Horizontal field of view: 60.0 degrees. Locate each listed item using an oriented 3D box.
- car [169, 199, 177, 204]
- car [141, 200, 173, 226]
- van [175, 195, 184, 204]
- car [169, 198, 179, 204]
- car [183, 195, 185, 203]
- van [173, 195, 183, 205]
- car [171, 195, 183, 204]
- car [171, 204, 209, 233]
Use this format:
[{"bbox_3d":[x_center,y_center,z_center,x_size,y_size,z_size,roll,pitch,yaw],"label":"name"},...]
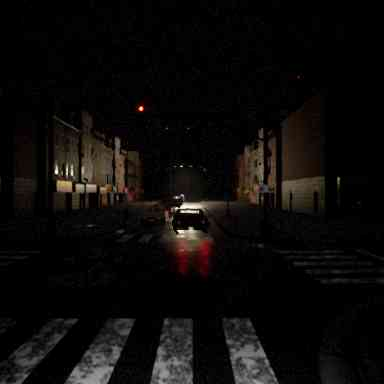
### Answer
[{"bbox_3d":[-2.613,1.574,29.723,1.887,1.381,4.507,0,0,0],"label":"car"},{"bbox_3d":[-2.617,1.545,23.948,1.752,1.417,4.829,0,0,0],"label":"car"},{"bbox_3d":[-2.584,1.472,68.961,1.690,1.788,3.998,0,0,0],"label":"van"},{"bbox_3d":[-2.610,1.621,35.328,1.802,1.307,4.206,0,0,0],"label":"car"},{"bbox_3d":[-2.597,1.521,52.144,1.967,1.590,4.097,0,0,0],"label":"car"},{"bbox_3d":[-2.589,1.454,63.356,1.690,1.788,3.998,0,0,0],"label":"van"},{"bbox_3d":[-2.601,1.506,46.539,1.967,1.590,4.097,0,0,0],"label":"car"},{"bbox_3d":[-0.166,1.614,19.653,1.895,1.301,4.718,0,0,-3],"label":"car"}]
